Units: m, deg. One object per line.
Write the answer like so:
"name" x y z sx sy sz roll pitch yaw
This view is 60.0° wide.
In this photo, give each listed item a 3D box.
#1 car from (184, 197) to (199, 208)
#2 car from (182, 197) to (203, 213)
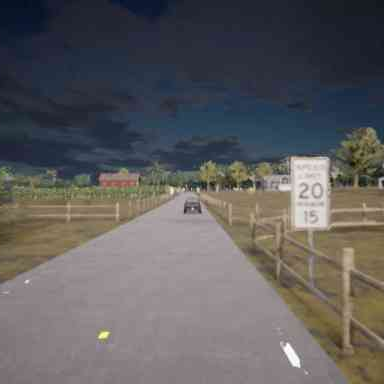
"car" -0.035 1.438 47.116 1.994 1.385 4.181 0 0 0
"car" 0.050 1.432 35.616 1.837 1.490 4.892 0 0 0
